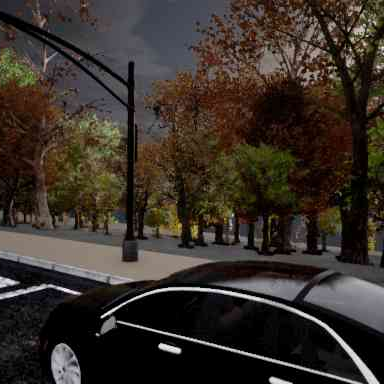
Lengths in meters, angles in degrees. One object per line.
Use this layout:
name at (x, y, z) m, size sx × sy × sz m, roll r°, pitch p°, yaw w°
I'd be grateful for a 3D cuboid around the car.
car at (0.366, 1.501, 3.413) m, size 4.892 × 1.490 × 1.837 m, roll -1°, pitch -1°, yaw 36°
